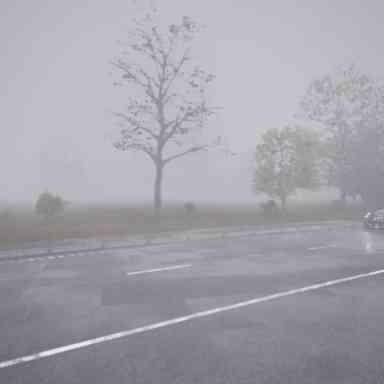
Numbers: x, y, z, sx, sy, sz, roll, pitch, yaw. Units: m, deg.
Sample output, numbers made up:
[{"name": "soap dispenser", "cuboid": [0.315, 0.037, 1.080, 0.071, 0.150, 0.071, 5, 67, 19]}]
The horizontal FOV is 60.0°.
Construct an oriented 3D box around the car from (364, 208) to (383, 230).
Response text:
[{"name": "car", "cuboid": [12.117, 1.335, 19.176, 4.553, 1.767, 2.097, 0, 0, -27]}]
